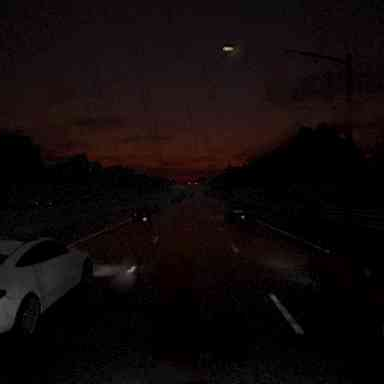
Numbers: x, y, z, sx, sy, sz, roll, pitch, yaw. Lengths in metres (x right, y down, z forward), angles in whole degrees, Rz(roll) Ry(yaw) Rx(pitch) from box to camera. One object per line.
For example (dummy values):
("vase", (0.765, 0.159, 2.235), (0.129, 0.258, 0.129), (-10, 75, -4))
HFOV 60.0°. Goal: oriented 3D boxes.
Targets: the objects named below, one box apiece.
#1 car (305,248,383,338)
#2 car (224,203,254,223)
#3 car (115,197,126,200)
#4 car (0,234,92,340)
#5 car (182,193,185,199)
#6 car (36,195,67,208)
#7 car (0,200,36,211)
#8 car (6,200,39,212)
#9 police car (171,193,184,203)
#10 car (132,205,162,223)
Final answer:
("car", (3.600, 1.621, 5.782), (1.895, 1.301, 4.718), (0, 0, 0))
("car", (3.597, 1.571, 25.894), (2.128, 1.511, 4.902), (0, 0, 0))
("car", (-14.009, 1.697, 66.089), (2.033, 1.411, 5.357), (0, 0, 0))
("car", (-3.400, 1.547, 6.444), (1.812, 1.442, 4.674), (0, 0, 0))
("car", (-3.510, 1.692, 84.666), (2.033, 1.411, 5.357), (0, 0, 0))
("car", (-17.569, 1.337, 41.788), (2.150, 2.045, 5.566), (0, 0, 0))
("car", (-14.096, 1.567, 24.809), (2.128, 1.511, 4.902), (0, 0, 0))
("car", (-21.070, 1.677, 41.592), (1.994, 1.385, 4.181), (0, 0, 0))
("police car", (-3.509, 1.659, 73.667), (2.038, 1.542, 4.974), (0, 0, 0))
("car", (-3.403, 1.680, 26.139), (1.895, 1.301, 4.718), (0, 0, 0))
